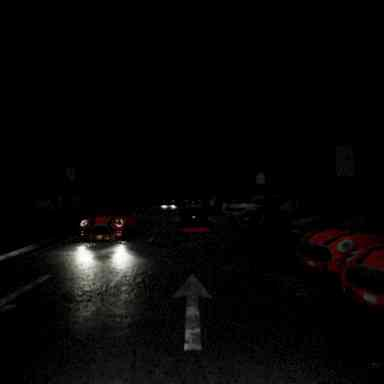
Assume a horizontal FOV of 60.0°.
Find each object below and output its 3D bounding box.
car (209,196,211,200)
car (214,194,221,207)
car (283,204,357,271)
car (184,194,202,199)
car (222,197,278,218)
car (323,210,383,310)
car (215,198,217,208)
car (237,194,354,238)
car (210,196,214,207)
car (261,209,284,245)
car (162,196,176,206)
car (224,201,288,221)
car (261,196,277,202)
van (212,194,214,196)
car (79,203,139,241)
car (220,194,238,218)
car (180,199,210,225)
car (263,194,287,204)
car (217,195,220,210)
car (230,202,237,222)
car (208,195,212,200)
[{"bbox_3d":[5.418,1.663,48.825,4.674,1.452,2.002,1,0,-20],"label":"car"},{"bbox_3d":[5.439,1.460,39.820,4.553,1.767,2.185,1,0,-20],"label":"car"},{"bbox_3d":[5.355,1.372,9.796,4.553,1.767,2.185,1,0,-20],"label":"car"},{"bbox_3d":[0.136,1.334,42.966,2.150,2.045,5.566,0,0,0],"label":"car"},{"bbox_3d":[5.353,1.424,30.802,4.553,1.767,2.185,1,0,-20],"label":"car"},{"bbox_3d":[5.348,1.367,6.795,4.553,1.767,2.185,1,0,-20],"label":"car"},{"bbox_3d":[5.400,1.613,36.811,4.674,1.452,2.002,1,0,-20],"label":"car"},{"bbox_3d":[5.328,1.256,15.771,5.566,2.045,2.435,1,0,-20],"label":"car"},{"bbox_3d":[5.402,1.597,42.822,5.008,1.535,2.097,1,-1,-20],"label":"car"},{"bbox_3d":[5.326,1.542,12.792,4.674,1.452,2.002,1,0,-20],"label":"car"},{"bbox_3d":[-4.034,1.532,58.757,2.097,1.767,4.553,0,0,1],"label":"car"},{"bbox_3d":[5.350,1.569,27.787,4.792,1.488,2.163,1,0,-20],"label":"car"},{"bbox_3d":[20.998,1.848,90.909,2.163,1.488,4.792,0,-1,-21],"label":"car"},{"bbox_3d":[5.524,1.386,45.869,4.442,1.987,1.878,1,-1,-20],"label":"van"},{"bbox_3d":[-4.012,1.375,16.635,2.097,1.767,4.553,0,0,0],"label":"car"},{"bbox_3d":[5.344,1.278,24.788,5.566,2.045,2.435,1,0,-20],"label":"car"},{"bbox_3d":[0.120,1.522,24.645,1.882,1.535,5.008,0,0,0],"label":"car"},{"bbox_3d":[18.396,1.488,73.850,2.435,2.045,5.566,0,0,-21],"label":"car"},{"bbox_3d":[5.361,1.435,33.803,4.553,1.767,2.185,1,0,-20],"label":"car"},{"bbox_3d":[5.173,1.509,18.728,5.366,1.575,1.946,1,0,-20],"label":"car"},{"bbox_3d":[5.236,1.630,51.766,5.366,1.575,1.946,1,0,-20],"label":"car"}]
